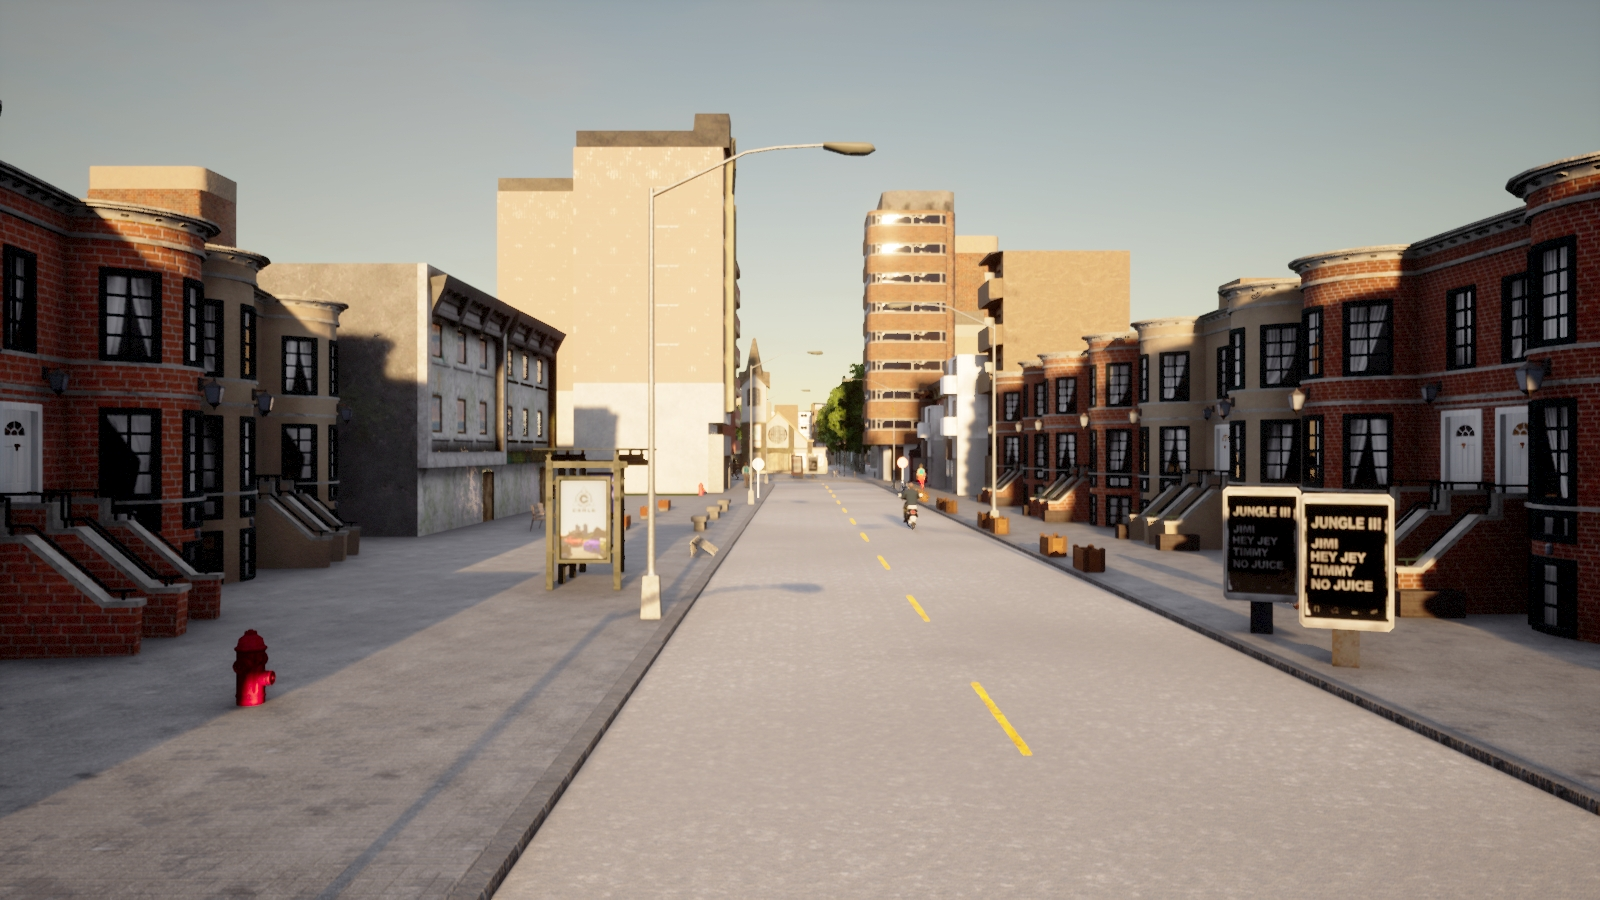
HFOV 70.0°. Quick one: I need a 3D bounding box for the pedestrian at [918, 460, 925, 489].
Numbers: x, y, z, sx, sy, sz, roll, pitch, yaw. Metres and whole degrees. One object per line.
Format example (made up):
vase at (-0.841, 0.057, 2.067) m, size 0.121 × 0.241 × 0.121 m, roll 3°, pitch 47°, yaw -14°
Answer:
pedestrian at (7.656, 1.530, 71.869) m, size 0.375 × 1.860 × 0.375 m, roll 0°, pitch 0°, yaw -1°
